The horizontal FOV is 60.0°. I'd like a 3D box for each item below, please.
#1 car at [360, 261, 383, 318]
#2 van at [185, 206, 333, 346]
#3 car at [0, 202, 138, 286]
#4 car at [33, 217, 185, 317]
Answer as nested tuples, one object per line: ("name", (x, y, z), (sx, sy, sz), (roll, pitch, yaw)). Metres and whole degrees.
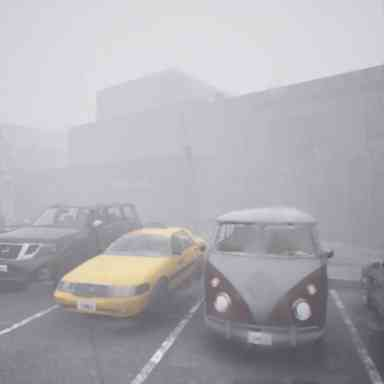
("car", (3.858, 1.509, 4.731), (2.163, 1.488, 4.792), (-1, -1, 16))
("van", (1.438, 1.284, 6.296), (1.878, 1.987, 4.442), (0, -1, 15))
("car", (-3.326, 1.329, 9.789), (2.435, 2.045, 5.566), (-1, -1, 15))
("car", (-0.974, 1.539, 7.931), (1.946, 1.575, 5.366), (0, -1, 15))
